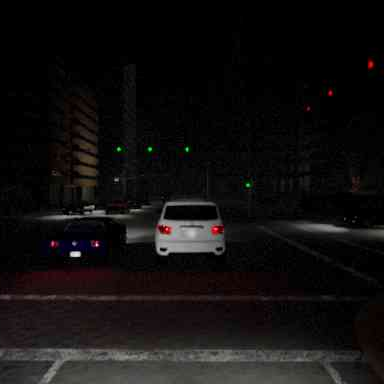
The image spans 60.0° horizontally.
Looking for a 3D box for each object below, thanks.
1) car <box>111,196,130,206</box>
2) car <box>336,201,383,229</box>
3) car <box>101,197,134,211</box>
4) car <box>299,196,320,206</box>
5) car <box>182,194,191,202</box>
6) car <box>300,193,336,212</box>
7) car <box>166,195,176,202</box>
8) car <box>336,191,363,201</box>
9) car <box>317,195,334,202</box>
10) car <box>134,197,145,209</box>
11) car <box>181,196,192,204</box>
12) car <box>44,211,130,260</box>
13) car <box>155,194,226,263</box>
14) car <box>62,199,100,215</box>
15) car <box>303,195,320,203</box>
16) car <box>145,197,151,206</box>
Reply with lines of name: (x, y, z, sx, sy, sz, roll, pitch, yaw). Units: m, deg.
car: (-11.560, 1.479, 54.162, 1.882, 1.535, 5.008, 0, 0, 0)
car: (12.227, 1.505, 21.321, 4.892, 1.490, 1.837, 0, 0, 0)
car: (-8.008, 1.478, 36.190, 1.882, 1.535, 5.008, 0, 0, 0)
car: (18.688, 1.395, 52.981, 1.970, 1.475, 3.806, 0, 0, 0)
car: (-1.161, 1.305, 74.224, 1.882, 1.535, 5.008, 0, 0, 0)
car: (13.141, 1.153, 35.552, 1.932, 1.855, 4.605, 0, 0, 0)
car: (-4.661, 1.501, 74.219, 1.837, 1.490, 4.892, 0, 0, 0)
car: (16.035, 1.156, 35.506, 1.905, 1.878, 3.866, 0, 0, 0)
car: (27.306, 1.363, 68.108, 1.784, 1.438, 3.905, 0, 0, 0)
car: (-8.056, 1.506, 45.462, 1.837, 1.490, 4.892, 0, 0, 0)
car: (-1.103, 1.565, 65.388, 1.994, 1.385, 4.181, 0, 0, 0)
car: (-3.643, 1.601, 12.318, 1.895, 1.301, 4.718, 0, 0, -3)
car: (-0.138, 1.224, 12.091, 2.150, 2.045, 5.566, 0, 0, -3)
car: (-11.499, 1.548, 34.084, 2.033, 1.411, 5.357, 0, 0, 0)
car: (24.411, 1.395, 68.100, 1.970, 1.475, 3.806, 0, 0, 0)
car: (-8.055, 1.548, 56.071, 2.033, 1.411, 5.357, 0, 0, 0)
